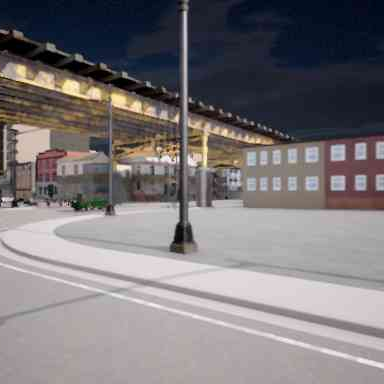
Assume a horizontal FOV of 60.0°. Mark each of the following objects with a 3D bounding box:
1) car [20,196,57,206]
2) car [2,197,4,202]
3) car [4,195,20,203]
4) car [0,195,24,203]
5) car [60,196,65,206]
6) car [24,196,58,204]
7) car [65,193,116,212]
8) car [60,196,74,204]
[{"bbox_3d":[-23.823,1.406,52.641,4.974,1.542,2.038,0,0,7],"label":"car"},{"bbox_3d":[-38.902,1.389,63.977,2.038,1.542,4.974,0,0,-3],"label":"car"},{"bbox_3d":[-37.124,1.231,67.668,4.536,1.218,1.853,0,0,2],"label":"car"},{"bbox_3d":[-37.176,1.388,67.669,4.974,1.542,2.038,0,0,2],"label":"car"},{"bbox_3d":[-20.295,1.408,53.854,2.038,1.542,4.974,0,0,-23],"label":"car"},{"bbox_3d":[-23.875,1.249,52.647,4.536,1.218,1.853,0,0,7],"label":"car"},{"bbox_3d":[-11.446,1.191,38.925,2.150,2.045,5.566,0,0,33],"label":"car"},{"bbox_3d":[-20.316,1.251,53.902,1.853,1.218,4.536,0,0,-23],"label":"car"}]
